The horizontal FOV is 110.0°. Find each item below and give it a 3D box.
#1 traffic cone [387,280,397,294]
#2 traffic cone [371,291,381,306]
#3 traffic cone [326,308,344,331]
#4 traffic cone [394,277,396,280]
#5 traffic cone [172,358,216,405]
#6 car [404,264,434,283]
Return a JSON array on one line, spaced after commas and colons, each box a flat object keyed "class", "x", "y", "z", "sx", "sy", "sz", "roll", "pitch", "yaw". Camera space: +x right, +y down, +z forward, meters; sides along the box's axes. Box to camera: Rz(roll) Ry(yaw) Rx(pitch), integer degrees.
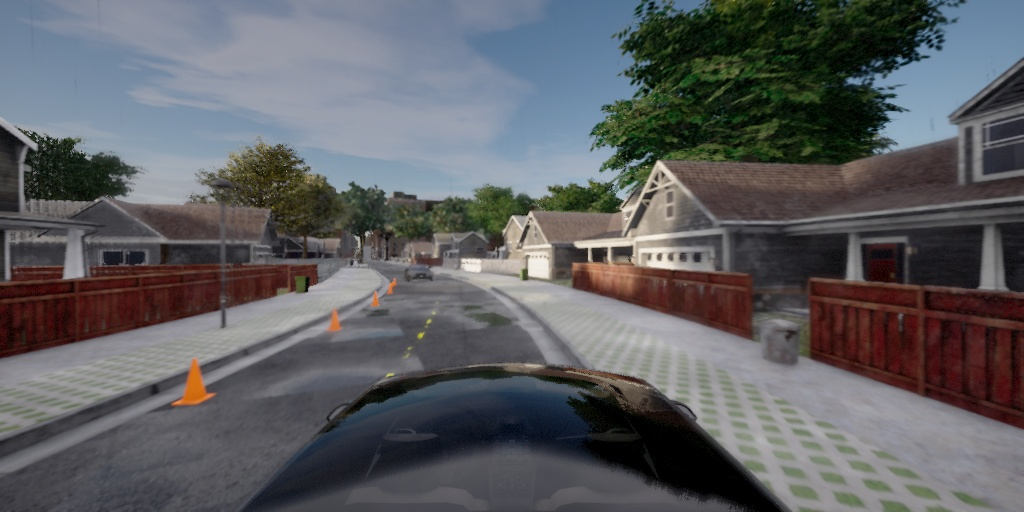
[{"class": "traffic cone", "x": -6.579, "y": 1.727, "z": 19.427, "sx": 0.340, "sy": 0.580, "sz": 0.340, "roll": 0, "pitch": 0, "yaw": -14}, {"class": "traffic cone", "x": -5.581, "y": 1.728, "z": 14.684, "sx": 0.340, "sy": 0.580, "sz": 0.340, "roll": 0, "pitch": 0, "yaw": -10}, {"class": "traffic cone", "x": -4.879, "y": 1.730, "z": 9.890, "sx": 0.340, "sy": 0.580, "sz": 0.340, "roll": 0, "pitch": 0, "yaw": -7}, {"class": "traffic cone", "x": -7.868, "y": 1.728, "z": 24.098, "sx": 0.340, "sy": 0.580, "sz": 0.340, "roll": 0, "pitch": 0, "yaw": -17}, {"class": "traffic cone", "x": -4.475, "y": 1.734, "z": 5.061, "sx": 0.340, "sy": 0.580, "sz": 0.340, "roll": 0, "pitch": 0, "yaw": -3}, {"class": "car", "x": -7.477, "y": 1.325, "z": 28.608, "sx": 1.994, "sy": 1.385, "sz": 4.181, "roll": 0, "pitch": 0, "yaw": -21}]
